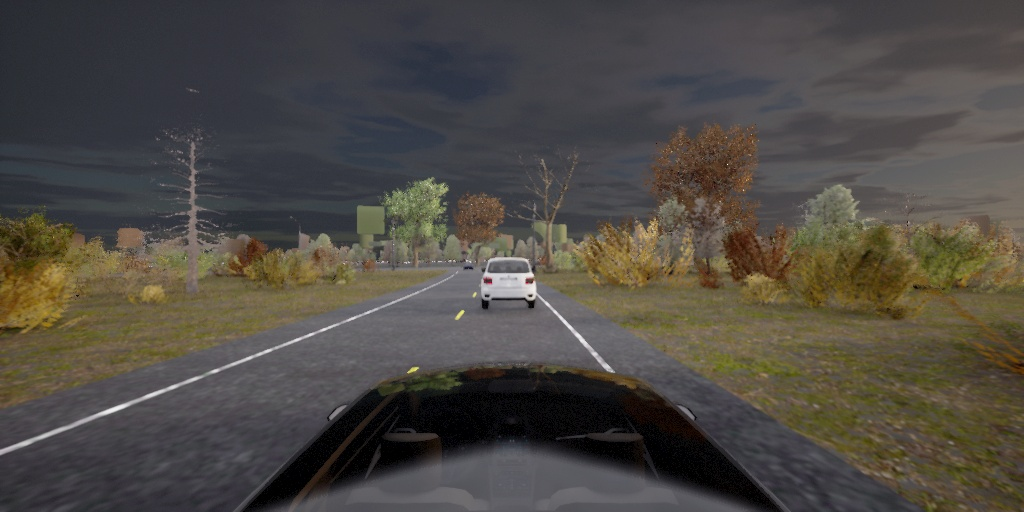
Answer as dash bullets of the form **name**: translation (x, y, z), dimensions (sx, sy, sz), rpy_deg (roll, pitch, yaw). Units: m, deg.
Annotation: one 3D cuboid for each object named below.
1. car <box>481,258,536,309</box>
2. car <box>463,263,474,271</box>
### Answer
- **car**: translation (-0.192, 1.099, 15.924), dimensions (2.150, 2.045, 5.566), rpy_deg (0, 0, -2)
- **car**: translation (-7.663, 1.914, 63.073), dimensions (1.895, 1.301, 4.718), rpy_deg (0, -1, -8)
